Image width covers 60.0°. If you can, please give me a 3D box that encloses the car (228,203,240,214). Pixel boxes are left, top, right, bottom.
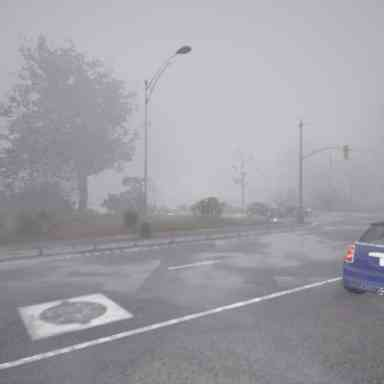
[{"bbox_3d":[4.843,2.116,42.851,2.033,1.411,5.357,0,-3,-32],"label":"car"}]

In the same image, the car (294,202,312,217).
[{"bbox_3d":[10.095,1.713,34.504,2.128,1.511,4.902,0,-2,-33],"label":"car"}]

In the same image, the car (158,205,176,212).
[{"bbox_3d":[-5.403,3.646,72.392,1.837,1.490,4.892,0,-3,-32],"label":"car"}]

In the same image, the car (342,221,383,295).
[{"bbox_3d":[5.466,1.371,7.511,4.553,1.767,2.097,0,0,-35],"label":"car"}]

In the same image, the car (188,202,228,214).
[{"bbox_3d":[1.860,1.914,41.022,2.097,1.767,4.553,0,-3,-32],"label":"car"}]

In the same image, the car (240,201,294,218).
[{"bbox_3d":[7.204,1.716,32.595,1.837,1.490,4.892,0,-1,-29],"label":"car"}]

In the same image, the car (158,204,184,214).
[{"bbox_3d":[-3.506,2.595,49.549,1.812,1.442,4.674,0,-3,-32],"label":"car"}]

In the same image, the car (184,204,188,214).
[{"bbox_3d":[-0.713,2.586,51.678,2.128,1.511,4.902,0,-3,-32],"label":"car"}]
